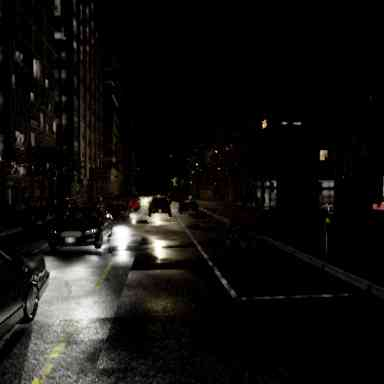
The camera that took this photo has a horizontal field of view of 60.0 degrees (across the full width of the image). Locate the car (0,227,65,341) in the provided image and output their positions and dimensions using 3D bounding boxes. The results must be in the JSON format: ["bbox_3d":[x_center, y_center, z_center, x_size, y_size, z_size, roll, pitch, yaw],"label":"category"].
[{"bbox_3d":[-3.436,1.523,4.213,2.033,1.411,5.357,0,1,-6],"label":"car"}]

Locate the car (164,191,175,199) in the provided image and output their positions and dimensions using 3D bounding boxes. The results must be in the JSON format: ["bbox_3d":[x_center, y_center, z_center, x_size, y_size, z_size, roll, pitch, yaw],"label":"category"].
[{"bbox_3d":[-5.138,0.614,75.330,2.192,1.841,5.009,-1,1,-6],"label":"car"}]

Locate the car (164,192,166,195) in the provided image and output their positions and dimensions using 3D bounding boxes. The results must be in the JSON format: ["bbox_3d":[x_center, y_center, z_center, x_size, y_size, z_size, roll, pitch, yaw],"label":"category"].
[{"bbox_3d":[-4.996,1.095,49.403,2.033,1.411,5.357,0,1,-6],"label":"car"}]

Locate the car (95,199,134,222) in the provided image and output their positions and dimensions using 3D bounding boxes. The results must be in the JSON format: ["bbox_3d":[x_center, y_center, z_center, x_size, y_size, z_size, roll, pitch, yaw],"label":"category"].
[{"bbox_3d":[-5.516,1.393,23.935,1.895,1.301,4.718,0,1,-6],"label":"car"}]

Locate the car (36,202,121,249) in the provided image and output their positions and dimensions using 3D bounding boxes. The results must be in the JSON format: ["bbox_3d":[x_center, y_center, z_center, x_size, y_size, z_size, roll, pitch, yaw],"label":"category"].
[{"bbox_3d":[-4.469,1.377,13.939,2.128,1.511,4.902,0,1,-6],"label":"car"}]

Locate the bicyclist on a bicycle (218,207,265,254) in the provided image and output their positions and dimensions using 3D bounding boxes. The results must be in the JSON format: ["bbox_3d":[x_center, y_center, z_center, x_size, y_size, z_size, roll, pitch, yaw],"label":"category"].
[{"bbox_3d":[1.692,1.329,11.387,1.656,1.620,0.582,0,1,-6],"label":"bicyclist on a bicycle"}]

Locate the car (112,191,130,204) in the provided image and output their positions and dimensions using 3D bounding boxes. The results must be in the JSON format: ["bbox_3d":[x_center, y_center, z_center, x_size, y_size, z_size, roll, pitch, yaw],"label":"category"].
[{"bbox_3d":[-11.150,0.845,52.445,2.192,1.841,5.009,-1,1,-6],"label":"car"}]

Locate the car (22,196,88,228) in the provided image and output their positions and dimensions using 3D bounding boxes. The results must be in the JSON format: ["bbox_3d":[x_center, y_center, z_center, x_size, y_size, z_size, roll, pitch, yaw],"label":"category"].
[{"bbox_3d":[-7.692,1.161,18.687,2.192,1.841,5.009,-1,1,-6],"label":"car"}]

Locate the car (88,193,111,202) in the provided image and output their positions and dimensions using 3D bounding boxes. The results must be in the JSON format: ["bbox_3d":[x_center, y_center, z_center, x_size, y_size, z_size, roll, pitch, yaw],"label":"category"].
[{"bbox_3d":[-8.762,1.183,29.706,1.967,1.590,4.097,-1,1,-6],"label":"car"}]

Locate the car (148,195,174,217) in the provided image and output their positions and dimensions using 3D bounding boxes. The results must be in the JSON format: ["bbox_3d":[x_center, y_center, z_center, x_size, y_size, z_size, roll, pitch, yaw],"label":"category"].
[{"bbox_3d":[-2.763,1.270,28.381,1.812,1.442,4.674,0,1,-6],"label":"car"}]

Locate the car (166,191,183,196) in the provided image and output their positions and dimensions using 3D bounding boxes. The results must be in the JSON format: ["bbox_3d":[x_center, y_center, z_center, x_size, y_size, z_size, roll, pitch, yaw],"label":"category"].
[{"bbox_3d":[-2.235,0.873,47.811,2.192,1.841,5.009,-1,1,-6],"label":"car"}]

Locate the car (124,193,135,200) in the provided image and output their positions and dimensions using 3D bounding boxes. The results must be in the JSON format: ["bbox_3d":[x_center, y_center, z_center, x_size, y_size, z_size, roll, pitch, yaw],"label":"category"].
[{"bbox_3d":[-12.889,0.919,68.960,1.887,1.381,4.507,-1,1,-6],"label":"car"}]

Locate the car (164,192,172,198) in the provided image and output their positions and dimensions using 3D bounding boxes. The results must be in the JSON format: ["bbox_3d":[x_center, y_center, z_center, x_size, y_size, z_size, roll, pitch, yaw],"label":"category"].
[{"bbox_3d":[-6.295,0.762,86.340,1.947,1.339,4.313,-1,1,-6],"label":"car"}]

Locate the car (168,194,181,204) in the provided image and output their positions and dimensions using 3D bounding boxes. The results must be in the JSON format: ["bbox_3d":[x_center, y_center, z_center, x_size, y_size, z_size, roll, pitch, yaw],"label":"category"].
[{"bbox_3d":[-2.830,1.030,53.486,1.752,1.417,4.829,-1,1,-6],"label":"car"}]

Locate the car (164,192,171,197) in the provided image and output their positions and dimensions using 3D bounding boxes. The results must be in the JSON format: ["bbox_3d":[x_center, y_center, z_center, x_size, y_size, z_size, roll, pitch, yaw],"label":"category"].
[{"bbox_3d":[-6.875,0.726,91.843,1.802,1.307,4.206,-1,1,-6],"label":"car"}]

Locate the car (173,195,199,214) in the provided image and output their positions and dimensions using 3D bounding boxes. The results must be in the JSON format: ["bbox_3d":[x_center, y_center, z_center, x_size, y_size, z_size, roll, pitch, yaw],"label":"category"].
[{"bbox_3d":[-0.401,1.270,30.572,2.008,1.369,4.403,-1,1,-6],"label":"car"}]

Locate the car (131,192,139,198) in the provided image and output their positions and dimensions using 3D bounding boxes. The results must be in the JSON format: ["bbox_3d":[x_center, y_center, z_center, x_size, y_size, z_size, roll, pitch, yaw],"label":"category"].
[{"bbox_3d":[-14.613,0.747,85.303,1.752,1.417,4.829,-1,1,-6],"label":"car"}]

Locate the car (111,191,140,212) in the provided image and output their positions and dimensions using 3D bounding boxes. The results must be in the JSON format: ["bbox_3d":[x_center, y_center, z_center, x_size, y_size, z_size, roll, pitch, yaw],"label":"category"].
[{"bbox_3d":[-6.570,0.916,34.351,2.150,2.045,5.566,0,1,-5],"label":"car"}]
